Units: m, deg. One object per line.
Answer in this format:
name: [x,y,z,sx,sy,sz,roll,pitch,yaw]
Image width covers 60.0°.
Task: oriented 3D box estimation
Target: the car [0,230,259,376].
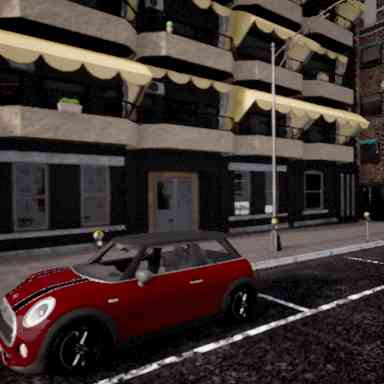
car: [-0.870,1.440,5.491,4.097,1.590,1.967,0,-1,-35]
